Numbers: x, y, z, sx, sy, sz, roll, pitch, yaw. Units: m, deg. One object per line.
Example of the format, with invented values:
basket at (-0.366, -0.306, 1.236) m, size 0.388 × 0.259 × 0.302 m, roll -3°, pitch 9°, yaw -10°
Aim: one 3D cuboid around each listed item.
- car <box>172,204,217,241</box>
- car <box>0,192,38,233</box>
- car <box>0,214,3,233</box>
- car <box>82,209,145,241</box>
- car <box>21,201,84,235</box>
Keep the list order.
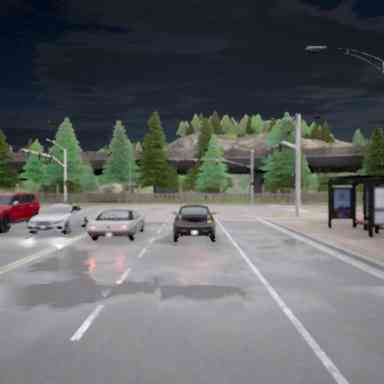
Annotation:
car at (0.104, 1.359, 15.823) m, size 1.837 × 1.490 × 4.892 m, roll 0°, pitch 0°, yaw 0°
car at (-10.498, 1.045, 18.601) m, size 2.150 × 2.045 × 5.566 m, roll 0°, pitch 0°, yaw 0°
car at (-7.068, 1.487, 8.419) m, size 1.994 × 1.385 × 4.181 m, roll 0°, pitch 0°, yaw 0°
car at (-3.396, 1.455, 15.838) m, size 1.895 × 1.301 × 4.718 m, roll 0°, pitch 1°, yaw 0°
car at (-7.004, 1.361, 17.942) m, size 1.812 × 1.442 × 4.674 m, roll 0°, pitch 0°, yaw 0°
